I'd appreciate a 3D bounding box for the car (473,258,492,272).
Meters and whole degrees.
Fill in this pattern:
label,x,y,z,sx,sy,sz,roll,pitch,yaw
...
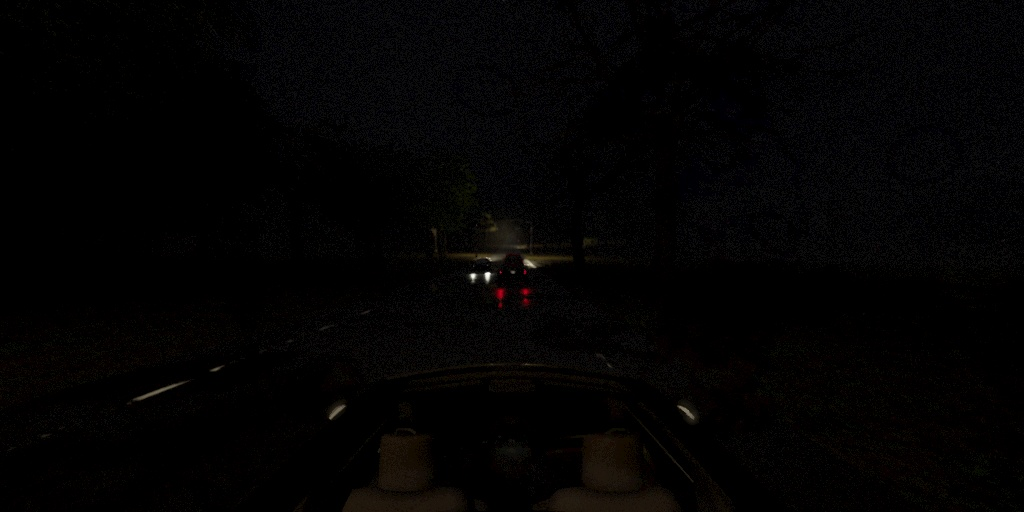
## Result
label,x,y,z,sx,sy,sz,roll,pitch,yaw
car,-3.403,0.996,41.596,1.882,1.535,5.008,0,1,0

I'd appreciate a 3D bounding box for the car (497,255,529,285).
label,x,y,z,sx,sy,sz,roll,pitch,yaw
car,0.074,1.052,25.439,2.097,1.767,4.553,0,0,1
